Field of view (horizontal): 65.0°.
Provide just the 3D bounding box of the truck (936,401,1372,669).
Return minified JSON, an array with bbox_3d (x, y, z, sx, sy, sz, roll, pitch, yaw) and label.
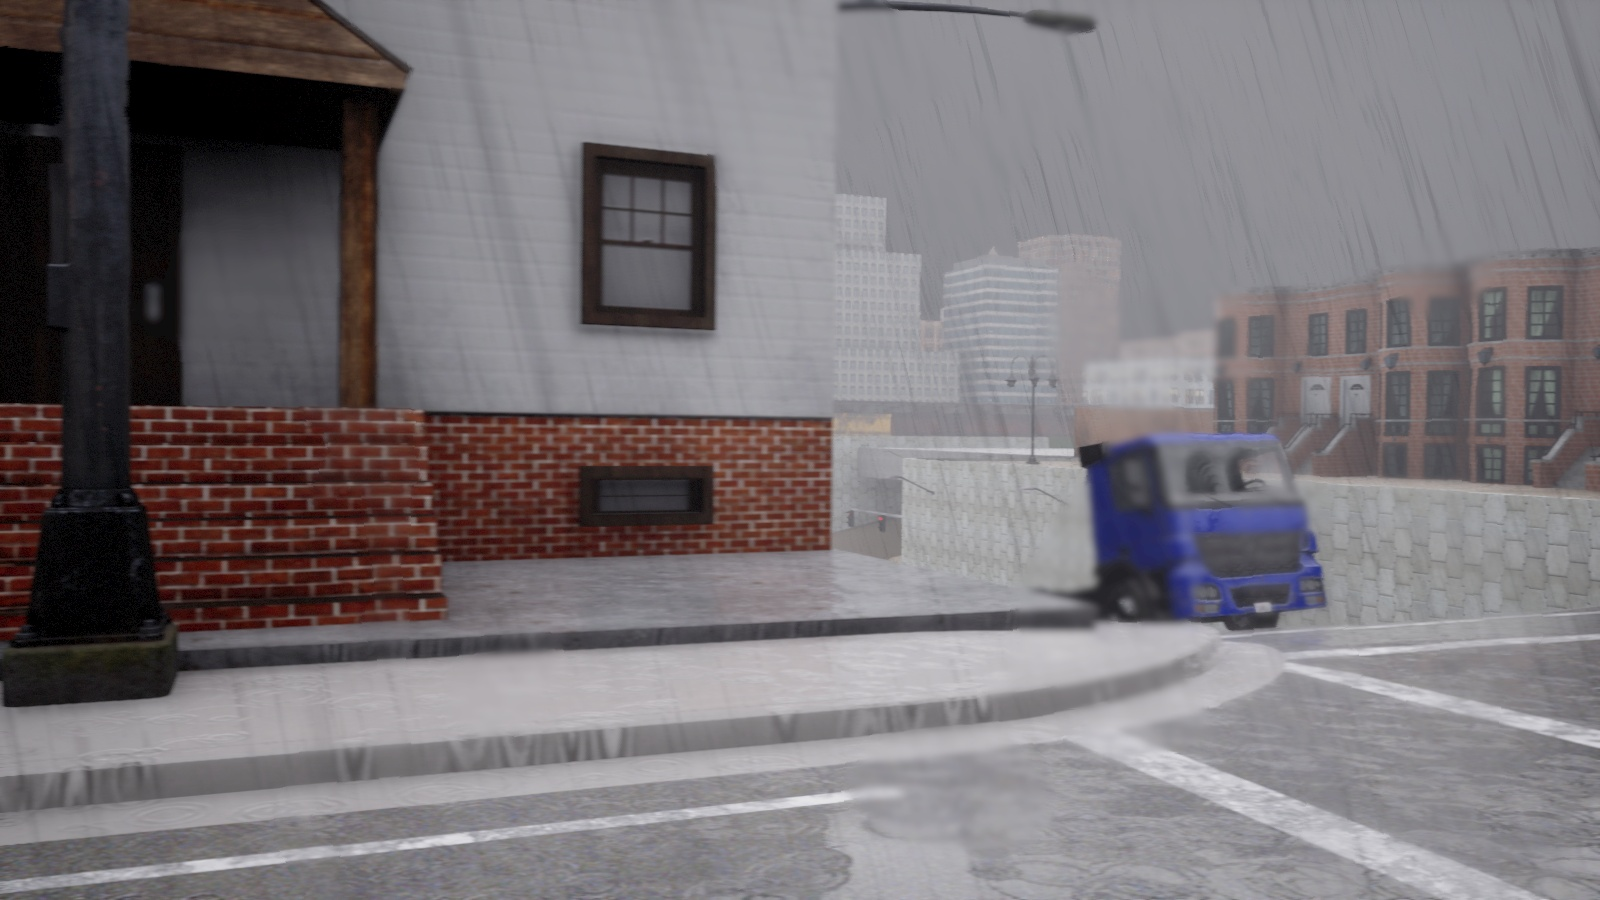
[{"bbox_3d":[5.764,1.814,22.524,2.891,3.462,7.936,-2,-12,-22],"label":"truck"}]
